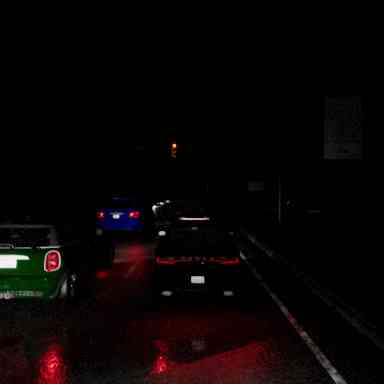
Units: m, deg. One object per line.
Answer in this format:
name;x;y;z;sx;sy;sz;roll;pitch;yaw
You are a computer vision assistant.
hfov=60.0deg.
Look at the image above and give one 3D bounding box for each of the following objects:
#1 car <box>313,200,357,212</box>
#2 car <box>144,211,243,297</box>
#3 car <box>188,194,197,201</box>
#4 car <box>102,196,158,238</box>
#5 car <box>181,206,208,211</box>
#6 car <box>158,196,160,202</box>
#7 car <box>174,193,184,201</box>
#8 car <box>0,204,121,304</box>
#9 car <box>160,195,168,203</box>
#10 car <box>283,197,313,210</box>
car;16.680;1.560;38.191;4.181;1.385;1.994;0;0;3
car;0.113;1.477;8.648;1.882;1.535;5.008;0;0;0
car;0.128;1.340;85.967;2.097;1.767;4.553;0;0;0
car;-3.393;1.220;17.893;2.150;2.045;5.566;0;0;2
car;0.127;1.490;18.148;2.128;1.511;4.902;0;0;0
car;-7.002;1.497;55.798;1.837;1.490;4.892;0;1;0
car;-3.372;1.211;85.650;2.150;2.045;5.566;0;0;0
car;-3.388;1.351;8.276;2.097;1.767;4.553;0;0;0
car;-6.896;1.534;69.997;2.033;1.411;5.357;0;0;0
car;13.890;1.349;41.861;4.553;1.767;2.097;0;0;3
